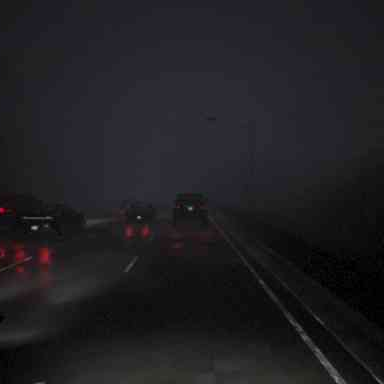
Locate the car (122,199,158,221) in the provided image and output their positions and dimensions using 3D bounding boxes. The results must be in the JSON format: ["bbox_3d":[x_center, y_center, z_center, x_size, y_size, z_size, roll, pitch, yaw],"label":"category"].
[{"bbox_3d":[-3.660,1.423,24.987,1.895,1.301,4.718,0,0,-1],"label":"car"}]

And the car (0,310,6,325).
[{"bbox_3d":[-3.417,1.584,2.312,1.895,1.301,4.718,0,0,0],"label":"car"}]

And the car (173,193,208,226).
[{"bbox_3d":[-0.126,1.062,22.301,2.150,2.045,5.566,0,0,-1],"label":"car"}]

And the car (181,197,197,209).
[{"bbox_3d":[-0.402,1.314,40.395,1.895,1.301,4.718,0,0,-2],"label":"car"}]

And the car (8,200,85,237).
[{"bbox_3d":[-7.069,1.369,17.297,2.128,1.511,4.902,0,0,-1],"label":"car"}]

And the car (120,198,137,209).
[{"bbox_3d":[-7.400,1.316,40.230,1.895,1.301,4.718,0,0,-2],"label":"car"}]

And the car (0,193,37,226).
[{"bbox_3d":[-10.600,1.080,19.952,2.150,2.045,5.566,0,0,-1],"label":"car"}]
